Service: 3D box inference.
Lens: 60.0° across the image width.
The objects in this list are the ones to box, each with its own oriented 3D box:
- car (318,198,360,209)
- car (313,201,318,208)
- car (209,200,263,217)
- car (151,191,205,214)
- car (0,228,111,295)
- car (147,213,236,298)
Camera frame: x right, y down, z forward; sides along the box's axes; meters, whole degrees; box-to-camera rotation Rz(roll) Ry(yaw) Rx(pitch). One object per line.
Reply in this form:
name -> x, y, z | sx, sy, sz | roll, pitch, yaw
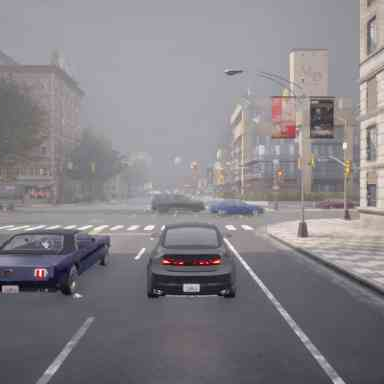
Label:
car -> 19.325, 1.601, 42.839 | 4.718, 1.301, 1.895 | 0, 0, 0
car -> 19.282, 1.526, 46.338 | 4.674, 1.442, 1.812 | 0, 0, 0
car -> 4.131, 1.477, 31.039 | 5.008, 1.535, 1.882 | 0, 0, 0
car -> -1.462, 1.221, 34.494 | 5.566, 2.045, 2.150 | 0, 0, 0
car -> -3.518, 1.601, 8.675 | 1.895, 1.301, 4.718 | 0, 0, 0
car -> -0.019, 1.505, 8.497 | 1.837, 1.490, 4.892 | 0, 0, 0
